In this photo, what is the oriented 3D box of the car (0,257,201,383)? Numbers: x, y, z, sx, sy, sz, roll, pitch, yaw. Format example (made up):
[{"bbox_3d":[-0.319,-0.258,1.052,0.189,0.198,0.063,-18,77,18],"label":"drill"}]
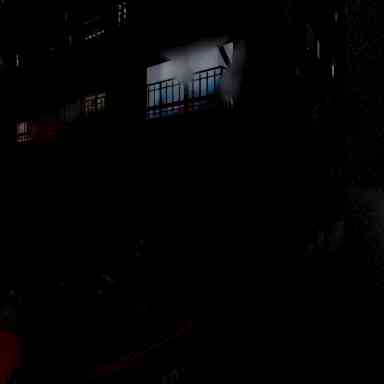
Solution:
[{"bbox_3d":[-2.012,1.545,4.306,4.507,1.381,1.887,0,0,35],"label":"car"}]
